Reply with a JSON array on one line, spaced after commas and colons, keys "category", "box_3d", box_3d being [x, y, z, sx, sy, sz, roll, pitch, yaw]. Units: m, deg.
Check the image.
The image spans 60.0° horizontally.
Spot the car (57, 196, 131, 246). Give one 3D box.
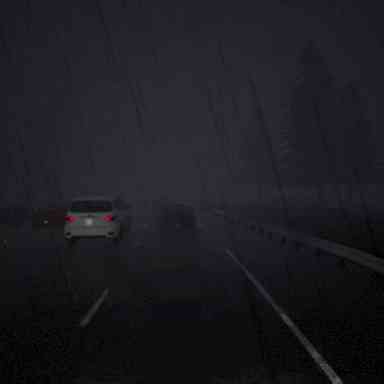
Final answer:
[{"category": "car", "box_3d": [-4.119, 1.190, 15.285, 2.150, 2.045, 5.566, 0, 0, -5]}]

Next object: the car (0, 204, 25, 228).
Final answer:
[{"category": "car", "box_3d": [-11.793, 1.496, 21.947, 1.812, 1.442, 4.674, 0, 0, -6]}]

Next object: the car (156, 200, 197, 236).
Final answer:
[{"category": "car", "box_3d": [-0.861, 1.429, 18.188, 1.882, 1.535, 5.008, 0, 0, -5]}]

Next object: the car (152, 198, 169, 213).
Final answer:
[{"category": "car", "box_3d": [-3.301, 1.385, 36.360, 1.882, 1.535, 5.008, 0, 0, -10]}]

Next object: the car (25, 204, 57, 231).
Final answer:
[{"category": "car", "box_3d": [-8.092, 1.442, 20.325, 1.882, 1.535, 5.008, 0, 0, -6]}]
